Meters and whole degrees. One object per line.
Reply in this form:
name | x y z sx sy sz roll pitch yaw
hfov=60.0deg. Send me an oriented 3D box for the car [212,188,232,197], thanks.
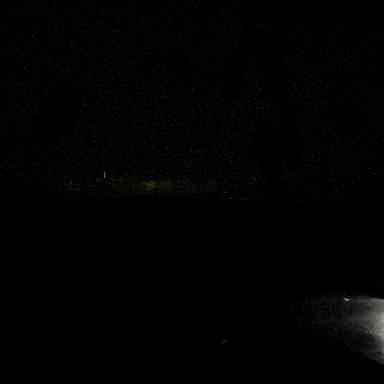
car | 6.098 0.040 67.676 2.097 1.767 4.553 0 1 -35
